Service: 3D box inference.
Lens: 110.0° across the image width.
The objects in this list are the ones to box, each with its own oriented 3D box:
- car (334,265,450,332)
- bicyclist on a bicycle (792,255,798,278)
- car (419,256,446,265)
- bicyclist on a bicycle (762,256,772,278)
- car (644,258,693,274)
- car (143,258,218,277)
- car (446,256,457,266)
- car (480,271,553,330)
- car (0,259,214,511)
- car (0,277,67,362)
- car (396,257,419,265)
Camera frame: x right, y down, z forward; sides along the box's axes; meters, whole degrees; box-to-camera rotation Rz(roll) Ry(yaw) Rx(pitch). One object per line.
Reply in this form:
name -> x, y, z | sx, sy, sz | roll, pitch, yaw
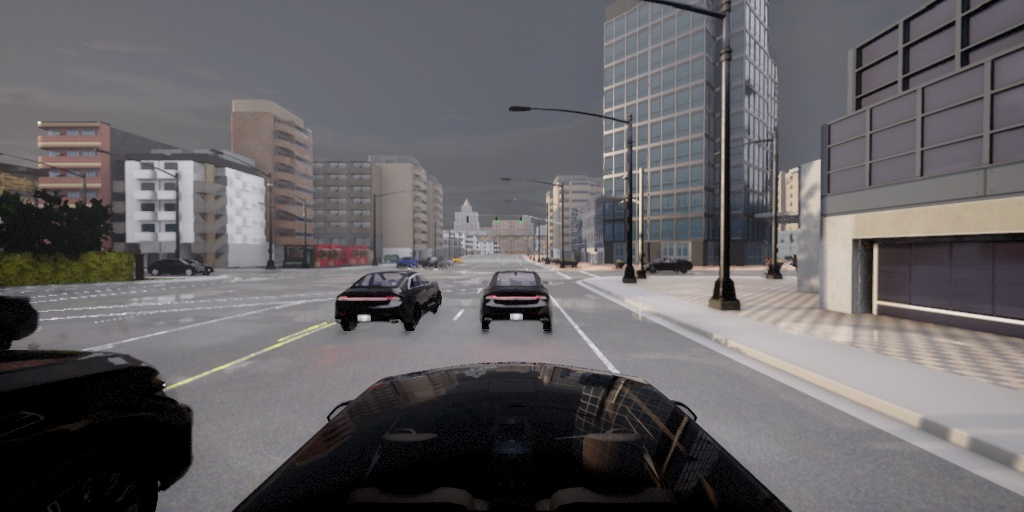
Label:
car -> -3.391, 1.183, 10.654 | 2.128, 1.511, 4.902 | 0, 1, 0
bicyclist on a bicycle -> 21.139, 0.730, 26.450 | 1.656, 1.620, 0.582 | -22, 0, -25
car -> -10.515, 0.830, 47.731 | 1.882, 1.535, 5.008 | 0, 0, 0
bicyclist on a bicycle -> 19.191, 0.817, 26.718 | 1.656, 1.620, 0.582 | -1, 1, -23
car -> 14.743, 0.903, 34.422 | 4.902, 1.511, 2.128 | 0, 1, 1
car -> -28.715, 0.978, 31.144 | 4.892, 1.490, 1.837 | 0, 1, 1
car -> -10.502, 0.936, 57.073 | 1.895, 1.301, 4.718 | 0, 0, 0
car -> 0.113, 1.182, 10.834 | 2.128, 1.511, 4.902 | 0, 1, 0
car -> -3.402, 0.965, 0.203 | 2.150, 2.045, 5.566 | 0, 0, 0
car -> -10.583, 1.231, 5.211 | 2.128, 1.511, 4.902 | 0, 0, 0
car -> -14.009, 0.827, 48.285 | 1.882, 1.535, 5.008 | 0, 0, 0
